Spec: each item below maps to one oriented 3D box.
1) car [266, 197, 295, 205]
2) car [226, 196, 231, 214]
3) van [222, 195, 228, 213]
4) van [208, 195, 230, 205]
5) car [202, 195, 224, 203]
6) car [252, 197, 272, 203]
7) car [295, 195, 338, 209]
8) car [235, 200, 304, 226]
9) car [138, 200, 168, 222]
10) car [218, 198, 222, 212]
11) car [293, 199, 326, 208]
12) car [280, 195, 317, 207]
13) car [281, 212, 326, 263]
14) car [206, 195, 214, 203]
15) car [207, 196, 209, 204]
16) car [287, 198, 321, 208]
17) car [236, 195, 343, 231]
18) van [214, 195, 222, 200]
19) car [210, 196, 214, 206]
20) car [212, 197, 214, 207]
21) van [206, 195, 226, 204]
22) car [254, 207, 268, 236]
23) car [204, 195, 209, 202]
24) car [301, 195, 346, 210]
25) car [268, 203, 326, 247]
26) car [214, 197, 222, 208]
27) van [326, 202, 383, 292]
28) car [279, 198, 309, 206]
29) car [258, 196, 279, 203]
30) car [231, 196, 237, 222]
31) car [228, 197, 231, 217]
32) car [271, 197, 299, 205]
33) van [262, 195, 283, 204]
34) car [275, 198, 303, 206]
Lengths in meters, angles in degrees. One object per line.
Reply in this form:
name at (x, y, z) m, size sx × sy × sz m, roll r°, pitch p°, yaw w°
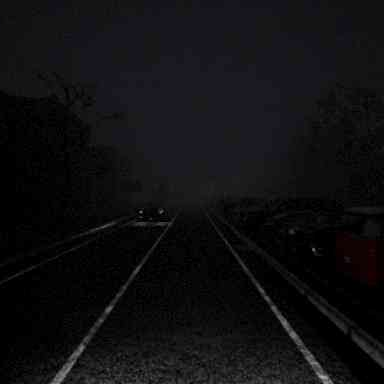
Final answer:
car at (18.463, 1.900, 69.571) m, size 5.366 × 1.575 × 1.946 m, roll 0°, pitch 0°, yaw 0°
car at (5.672, 1.535, 30.208) m, size 4.553 × 1.767 × 2.185 m, roll 0°, pitch 0°, yaw 0°
van at (5.519, 1.448, 33.011) m, size 4.442 × 1.987 × 1.878 m, roll 0°, pitch 0°, yaw 0°
van at (5.685, 1.674, 69.451) m, size 4.442 × 1.987 × 1.878 m, roll 0°, pitch 0°, yaw 0°
car at (5.581, 1.838, 89.072) m, size 5.566 × 2.045 × 2.435 m, roll 0°, pitch -1°, yaw 0°
car at (18.638, 2.089, 89.063) m, size 5.008 × 1.535 × 2.097 m, roll 0°, pitch -1°, yaw 0°
car at (18.655, 1.510, 50.079) m, size 5.566 × 2.045 × 2.435 m, roll 0°, pitch 0°, yaw 0°
car at (5.620, 1.507, 24.601) m, size 4.553 × 1.767 × 2.185 m, roll 0°, pitch 0°, yaw 0°
car at (-3.264, 1.527, 28.515) m, size 2.097 × 1.767 × 4.553 m, roll 0°, pitch 0°, yaw 0°
car at (5.625, 1.688, 35.813) m, size 5.008 × 1.535 × 2.097 m, roll 0°, pitch 0°, yaw 0°
car at (18.676, 1.818, 52.985) m, size 4.674 × 1.452 × 2.002 m, roll 0°, pitch 0°, yaw 0°
car at (18.640, 1.562, 58.434) m, size 5.566 × 2.045 × 2.435 m, roll 0°, pitch 0°, yaw 0°
car at (5.671, 1.563, 10.584) m, size 4.892 × 1.521 × 2.231 m, roll 0°, pitch 0°, yaw 0°
car at (5.579, 1.832, 61.035) m, size 4.892 × 1.521 × 2.231 m, roll 0°, pitch 0°, yaw 0°
car at (5.560, 1.840, 58.237) m, size 4.792 × 1.488 × 2.163 m, roll 0°, pitch 0°, yaw 0°
car at (18.668, 1.795, 55.646) m, size 5.008 × 1.535 × 2.097 m, roll 0°, pitch 0°, yaw 0°
car at (5.633, 1.353, 18.995) m, size 5.566 × 2.045 × 2.435 m, roll 0°, pitch 0°, yaw 0°
van at (5.498, 1.504, 44.224) m, size 4.442 × 1.987 × 1.878 m, roll 0°, pitch 0°, yaw 0°
car at (5.790, 1.755, 49.830) m, size 5.366 × 1.575 × 1.946 m, roll 0°, pitch 0°, yaw 0°
car at (5.639, 1.774, 47.026) m, size 4.792 × 1.488 × 2.163 m, roll 0°, pitch 0°, yaw 0°
van at (5.444, 1.721, 75.057) m, size 4.442 × 1.987 × 1.878 m, roll 0°, pitch 0°, yaw 0°
car at (5.664, 1.630, 16.190) m, size 4.674 × 1.452 × 2.002 m, roll 0°, pitch 0°, yaw 0°
car at (5.607, 1.603, 63.844) m, size 5.566 × 2.045 × 2.435 m, roll 0°, pitch 0°, yaw 0°
car at (18.660, 1.497, 47.417) m, size 5.566 × 2.045 × 2.435 m, roll 0°, pitch 0°, yaw 0°
car at (5.703, 1.451, 13.388) m, size 4.553 × 1.767 × 2.185 m, roll 0°, pitch 0°, yaw 0°
car at (5.591, 1.746, 41.419) m, size 4.792 × 1.488 × 2.163 m, roll 0°, pitch 0°, yaw 0°
van at (5.799, 1.323, 7.782) m, size 4.442 × 1.987 × 1.878 m, roll 0°, pitch 0°, yaw 0°
car at (18.692, 1.864, 61.215) m, size 4.792 × 1.488 × 2.163 m, roll 0°, pitch 0°, yaw 0°
car at (18.604, 1.872, 80.710) m, size 4.553 × 1.767 × 2.185 m, roll 0°, pitch -1°, yaw 0°
car at (5.628, 1.367, 21.798) m, size 5.566 × 2.045 × 2.435 m, roll 0°, pitch 0°, yaw 0°
car at (5.615, 1.521, 27.404) m, size 4.553 × 1.767 × 2.185 m, roll 0°, pitch 0°, yaw 0°
car at (18.647, 1.880, 66.785) m, size 5.008 × 1.535 × 2.097 m, roll 0°, pitch 0°, yaw 0°
van at (18.753, 1.745, 77.930) m, size 4.442 × 1.987 × 1.878 m, roll 0°, pitch -1°, yaw 0°
car at (18.628, 1.887, 64.000) m, size 4.792 × 1.488 × 2.163 m, roll 0°, pitch 0°, yaw 0°
